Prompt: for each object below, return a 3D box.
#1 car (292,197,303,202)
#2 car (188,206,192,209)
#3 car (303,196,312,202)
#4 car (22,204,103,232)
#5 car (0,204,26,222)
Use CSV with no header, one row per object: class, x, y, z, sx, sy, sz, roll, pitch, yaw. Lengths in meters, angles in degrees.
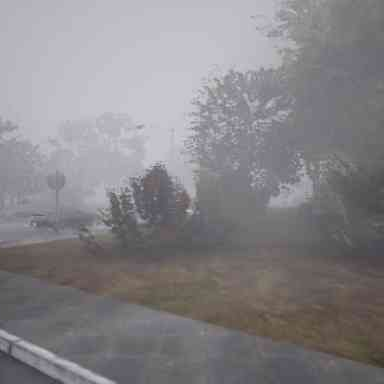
car,26.696,1.870,83.817,1.994,1.385,4.181,-1,0,32
car,0.160,1.898,48.438,1.994,1.385,4.181,-1,0,33
car,29.452,1.777,81.626,1.837,1.490,4.892,-1,0,32
car,-8.138,1.724,22.036,2.128,1.511,4.902,-1,-1,32
car,-15.297,1.851,30.554,2.128,1.511,4.902,-1,0,32
